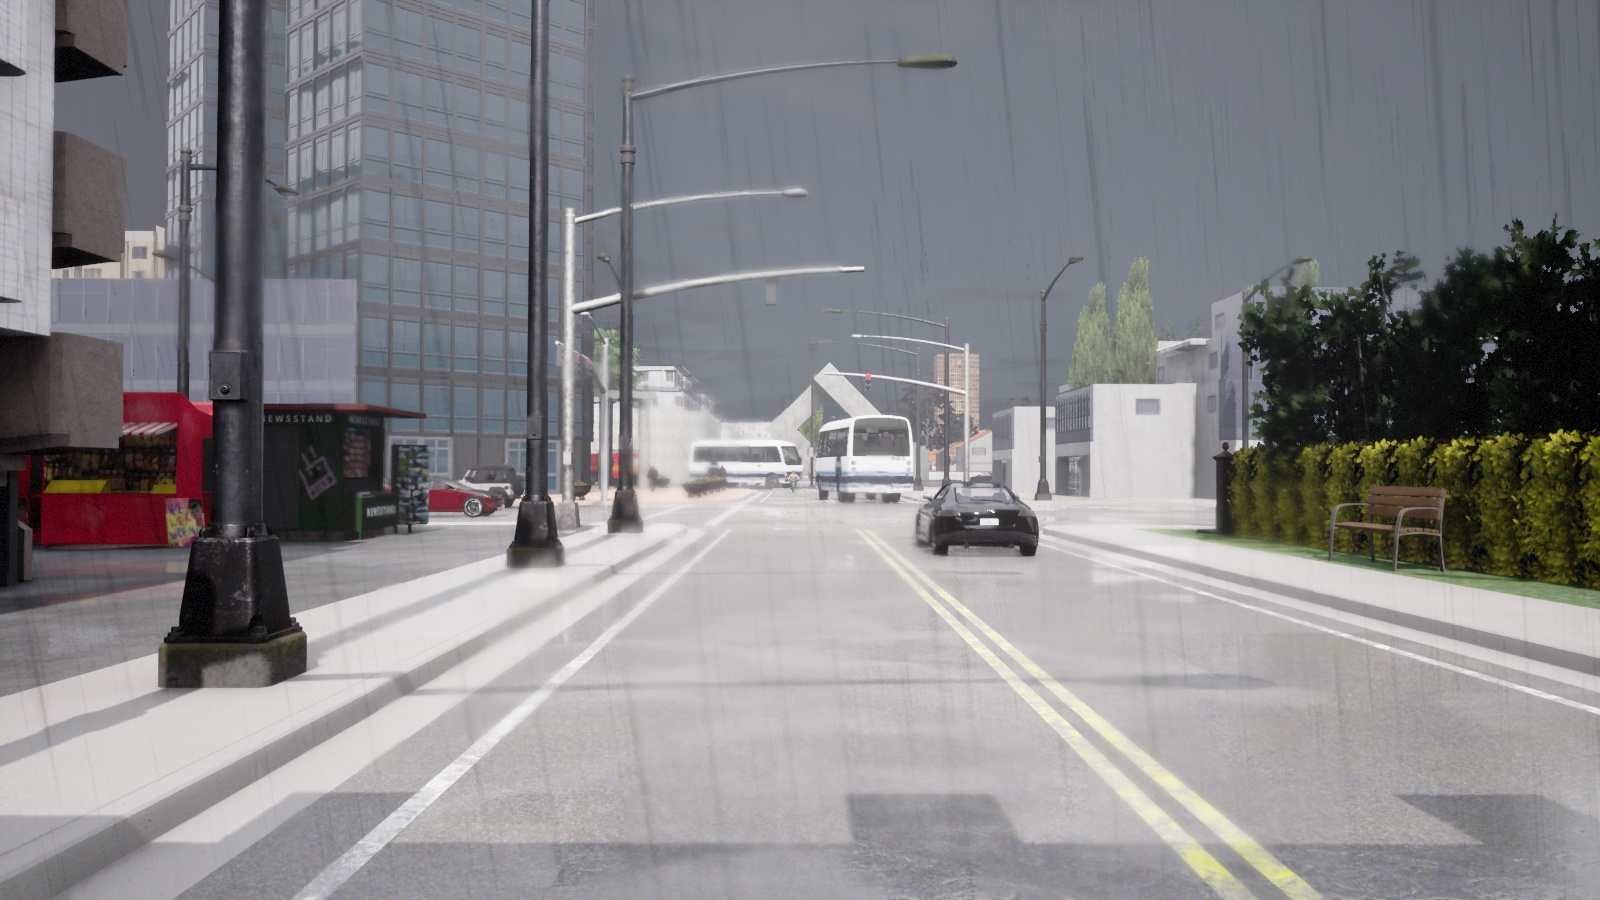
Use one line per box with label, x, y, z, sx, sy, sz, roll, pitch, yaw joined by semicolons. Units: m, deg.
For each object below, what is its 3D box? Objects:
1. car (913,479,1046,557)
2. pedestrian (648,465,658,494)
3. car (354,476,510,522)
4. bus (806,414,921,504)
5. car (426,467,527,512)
car;3.437;1.280;24.800;1.994;1.385;4.181;0;-1;0
pedestrian;-9.640;1.930;82.291;0.634;1.844;0.899;0;-1;-8
car;-12.781;1.706;43.870;4.792;1.488;2.163;-1;-1;-1
bus;3.052;0.513;64.891;3.944;4.253;10.273;0;-1;-9
car;-13.984;1.699;54.359;3.866;1.878;1.905;-1;-1;-1
